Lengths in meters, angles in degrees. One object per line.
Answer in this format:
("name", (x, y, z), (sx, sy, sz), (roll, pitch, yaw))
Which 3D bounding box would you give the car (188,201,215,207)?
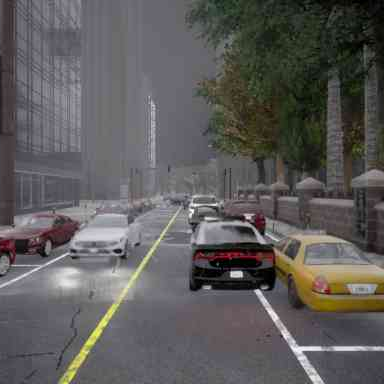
("car", (0.849, 1.511, 19.057), (1.837, 1.490, 4.892), (0, 0, 0))

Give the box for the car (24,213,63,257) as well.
("car", (-5.797, 1.547, 12.945), (1.887, 1.381, 4.507), (0, 0, 0))

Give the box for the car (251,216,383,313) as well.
("car", (2.742, 1.526, 7.685), (1.752, 1.417, 4.829), (0, 0, 0))

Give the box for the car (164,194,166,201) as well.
("car", (-5.984, 1.360, 83.095), (2.192, 1.841, 5.009), (0, 0, 0))

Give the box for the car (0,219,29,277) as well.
("car", (-5.783, 1.545, 7.488), (1.887, 1.381, 4.507), (0, 0, 0))

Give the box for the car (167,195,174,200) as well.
("car", (-6.013, 1.637, 93.969), (1.802, 1.307, 4.206), (0, 0, 0))

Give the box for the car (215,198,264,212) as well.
("car", (2.713, 1.319, 18.428), (2.192, 1.841, 5.009), (0, 0, 0))

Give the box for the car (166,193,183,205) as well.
("car", (-1.764, 1.372, 54.998), (2.097, 1.767, 4.553), (1, 0, -38))

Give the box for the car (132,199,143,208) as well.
("car", (-5.841, 1.559, 29.316), (2.008, 1.369, 4.403), (0, 0, 0))

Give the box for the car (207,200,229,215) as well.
("car", (2.670, 1.577, 34.798), (1.947, 1.339, 4.313), (0, 0, 0))

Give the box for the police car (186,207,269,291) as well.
("police car", (0.876, 1.427, 9.167), (1.930, 1.638, 5.238), (0, 0, 0))

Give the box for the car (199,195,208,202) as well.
("car", (2.556, 1.480, 77.680), (1.967, 1.590, 4.097), (0, 0, 0))

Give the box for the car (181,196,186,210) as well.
("car", (-0.117, 1.541, 43.907), (1.812, 1.442, 4.674), (0, 0, 0))

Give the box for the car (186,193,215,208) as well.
("car", (0.834, 1.231, 25.087), (2.150, 2.045, 5.566), (0, 0, 0))

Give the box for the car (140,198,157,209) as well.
("car", (-5.884, 1.542, 45.517), (1.752, 1.417, 4.829), (0, 0, 0))

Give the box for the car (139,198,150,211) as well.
("car", (-5.855, 1.556, 34.773), (1.887, 1.381, 4.507), (0, 0, 0))

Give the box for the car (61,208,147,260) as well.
("car", (-3.033, 1.527, 12.556), (1.812, 1.442, 4.674), (0, 0, 0))

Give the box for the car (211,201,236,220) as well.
("car", (2.684, 1.534, 29.511), (1.752, 1.417, 4.829), (0, 0, 0))

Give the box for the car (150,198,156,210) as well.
("car", (-5.870, 1.454, 40.230), (1.967, 1.590, 4.097), (0, 0, 0))

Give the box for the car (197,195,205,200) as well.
("car", (2.512, 1.606, 93.992), (2.008, 1.369, 4.403), (0, 0, 0))

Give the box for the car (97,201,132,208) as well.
("car", (-5.826, 1.446, 23.859), (1.967, 1.590, 4.097), (0, 0, 0))
